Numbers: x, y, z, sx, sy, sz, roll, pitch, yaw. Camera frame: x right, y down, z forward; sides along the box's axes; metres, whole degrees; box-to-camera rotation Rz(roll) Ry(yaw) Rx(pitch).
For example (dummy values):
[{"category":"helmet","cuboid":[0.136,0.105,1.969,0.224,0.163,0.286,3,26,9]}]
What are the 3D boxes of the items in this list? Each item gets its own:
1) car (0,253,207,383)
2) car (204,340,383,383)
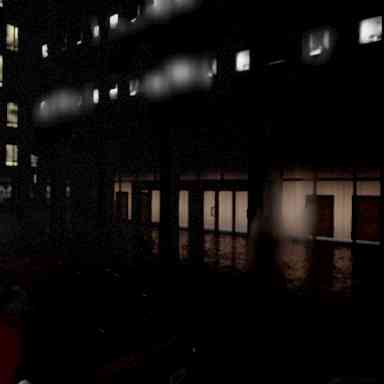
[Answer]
[{"category":"car","cuboid":[-1.939,1.470,4.265,4.507,1.381,1.887,1,0,36]},{"category":"car","cuboid":[2.540,1.554,1.068,4.829,1.417,1.752,1,0,36]}]
